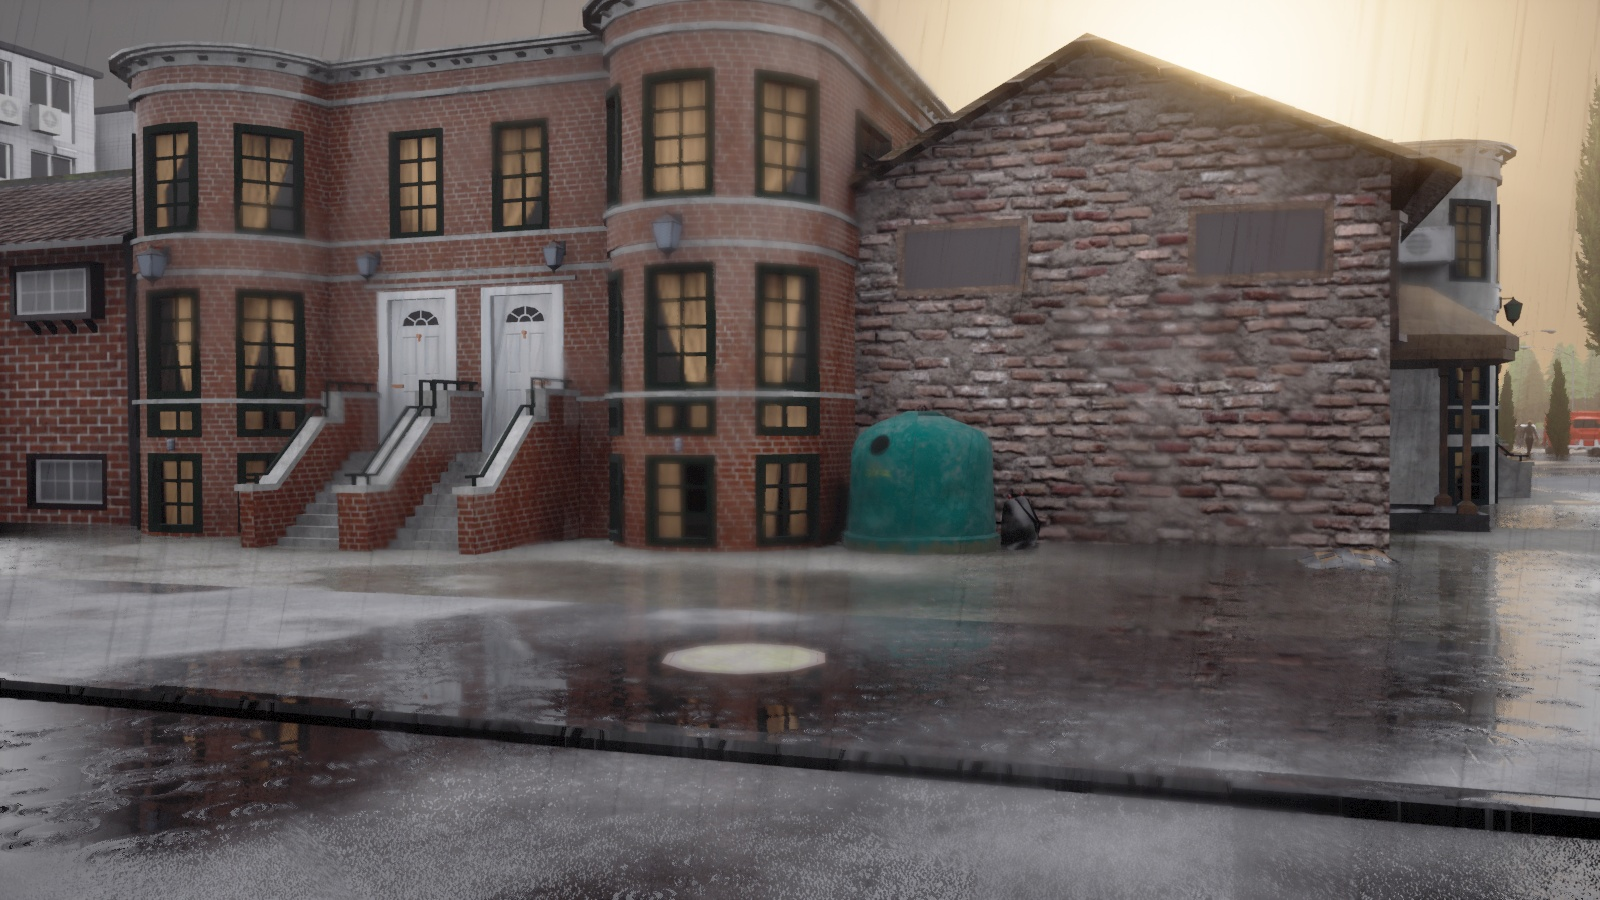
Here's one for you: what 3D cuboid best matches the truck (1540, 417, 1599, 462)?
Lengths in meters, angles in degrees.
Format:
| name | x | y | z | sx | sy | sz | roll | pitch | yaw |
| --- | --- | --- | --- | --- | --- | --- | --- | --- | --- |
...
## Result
| name | x | y | z | sx | sy | sz | roll | pitch | yaw |
| --- | --- | --- | --- | --- | --- | --- | --- | --- | --- |
| truck | 44.171 | -0.637 | 71.364 | 2.627 | 2.467 | 5.204 | 1 | 1 | 19 |

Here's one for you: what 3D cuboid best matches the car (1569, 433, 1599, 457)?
| name | x | y | z | sx | sy | sz | roll | pitch | yaw |
| --- | --- | --- | --- | --- | --- | --- | --- | --- | --- |
| car | 52.189 | -0.350 | 82.421 | 2.007 | 1.525 | 4.514 | 1 | 1 | 19 |

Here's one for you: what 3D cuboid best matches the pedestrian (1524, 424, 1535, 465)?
| name | x | y | z | sx | sy | sz | roll | pitch | yaw |
| --- | --- | --- | --- | --- | --- | --- | --- | --- | --- |
| pedestrian | 33.598 | -0.264 | 57.853 | 0.331 | 1.846 | 0.634 | 1 | 1 | 20 |
